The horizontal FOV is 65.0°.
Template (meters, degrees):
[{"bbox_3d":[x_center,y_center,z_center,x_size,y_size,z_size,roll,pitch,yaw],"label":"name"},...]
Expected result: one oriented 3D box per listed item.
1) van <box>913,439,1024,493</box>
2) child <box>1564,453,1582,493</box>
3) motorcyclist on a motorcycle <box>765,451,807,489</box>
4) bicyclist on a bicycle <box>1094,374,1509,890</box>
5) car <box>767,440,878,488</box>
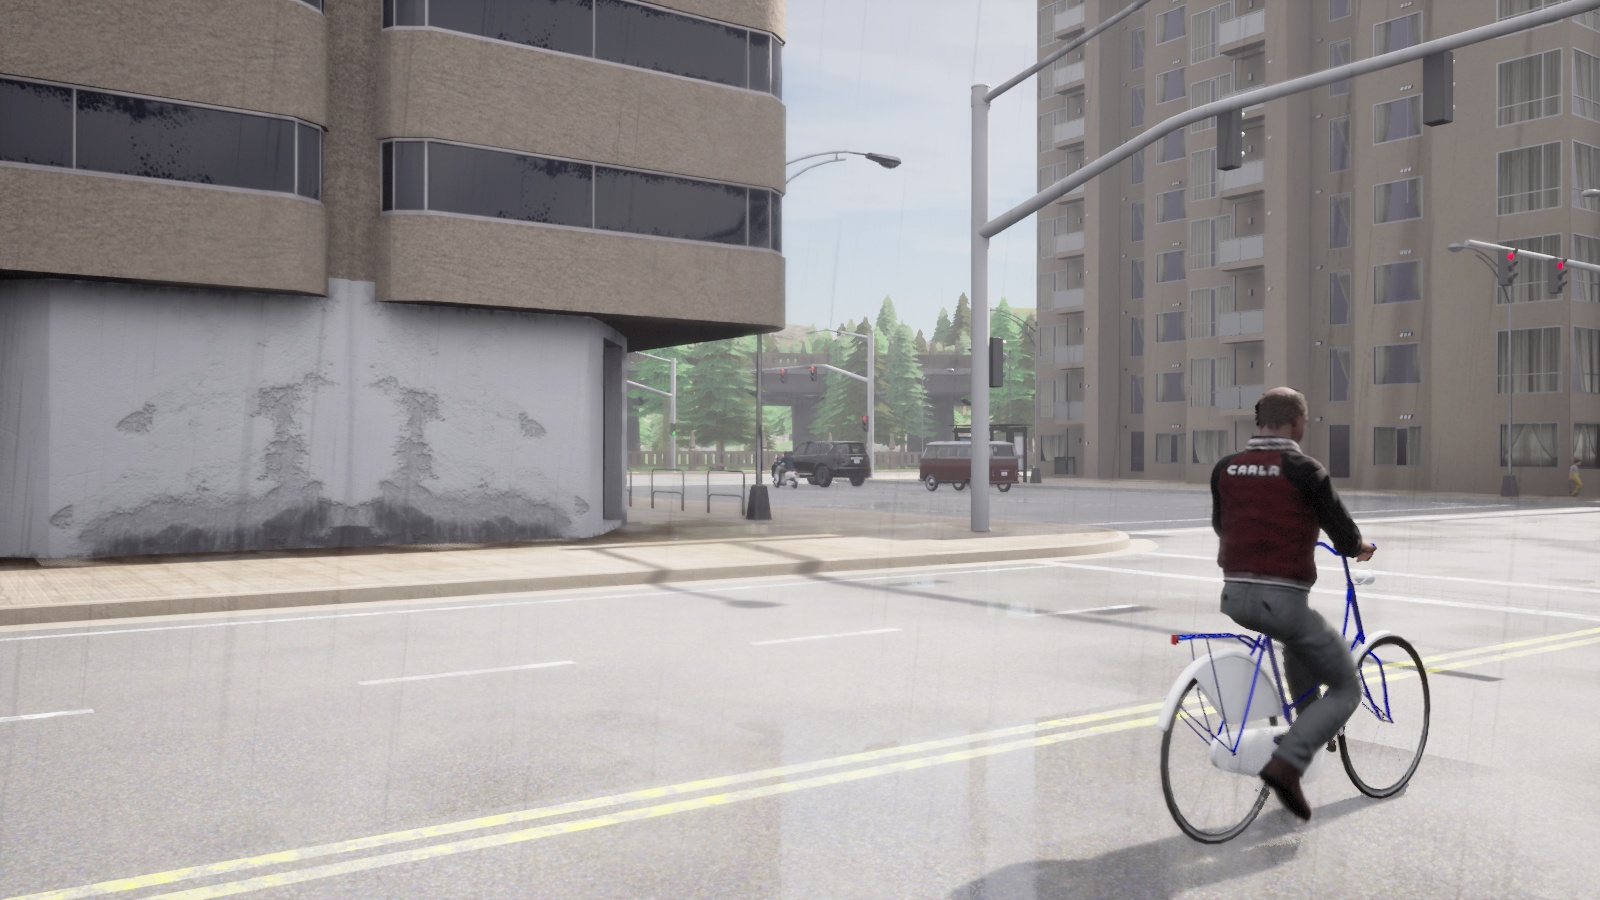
[{"bbox_3d":[6.527,0.606,49.071,1.775,1.987,4.442,0,0,-35],"label":"van"},{"bbox_3d":[24.551,0.731,39.903,0.437,1.263,0.270,0,0,44],"label":"child"},{"bbox_3d":[-0.606,0.831,53.057,0.866,1.590,1.817,0,-1,-35],"label":"motorcyclist on a motorcycle"},{"bbox_3d":[2.086,0.624,5.114,1.843,1.776,0.659,0,0,-35],"label":"bicyclist on a bicycle"},{"bbox_3d":[0.953,0.603,56.900,2.150,2.045,5.566,0,0,-35],"label":"car"}]
